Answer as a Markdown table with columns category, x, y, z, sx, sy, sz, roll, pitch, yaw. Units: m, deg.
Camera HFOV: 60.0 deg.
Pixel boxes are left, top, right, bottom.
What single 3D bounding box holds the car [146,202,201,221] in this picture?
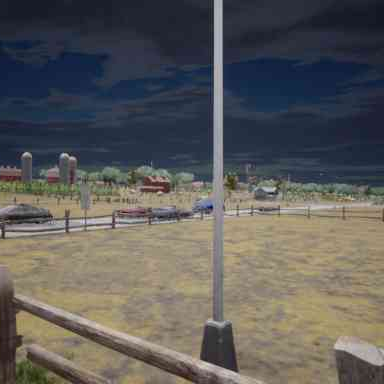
| category | x | y | z | sx | sy | sz | roll | pitch | yaw |
| --- | --- | --- | --- | --- | --- | --- | --- | --- | --- |
| car | -1.692 | 2.030 | 33.282 | 2.033 | 1.411 | 5.357 | 2 | 0 | 36 |

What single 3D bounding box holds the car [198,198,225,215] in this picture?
| category | x | y | z | sx | sy | sz | roll | pitch | yaw |
| --- | --- | --- | --- | --- | --- | --- | --- | --- | --- |
| car | 2.182 | 1.800 | 43.626 | 2.150 | 2.045 | 5.566 | 2 | 1 | 36 |

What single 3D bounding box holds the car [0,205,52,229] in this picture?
| category | x | y | z | sx | sy | sz | roll | pitch | yaw |
| --- | --- | --- | --- | --- | --- | --- | --- | --- | --- |
| car | -12.401 | 1.669 | 23.464 | 1.837 | 1.490 | 4.892 | 2 | 0 | 36 |

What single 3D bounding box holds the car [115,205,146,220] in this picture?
| category | x | y | z | sx | sy | sz | roll | pitch | yaw |
| --- | --- | --- | --- | --- | --- | --- | --- | --- | --- |
| car | -5.447 | 1.959 | 33.098 | 1.895 | 1.301 | 4.718 | 2 | 0 | 36 |

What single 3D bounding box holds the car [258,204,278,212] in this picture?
| category | x | y | z | sx | sy | sz | roll | pitch | yaw |
| --- | --- | --- | --- | --- | --- | --- | --- | --- | --- |
| car | 12.265 | 2.505 | 52.633 | 1.895 | 1.301 | 4.718 | 2 | 0 | 36 |
